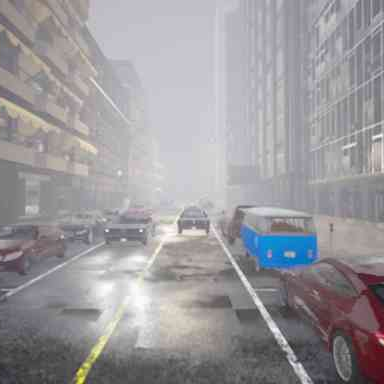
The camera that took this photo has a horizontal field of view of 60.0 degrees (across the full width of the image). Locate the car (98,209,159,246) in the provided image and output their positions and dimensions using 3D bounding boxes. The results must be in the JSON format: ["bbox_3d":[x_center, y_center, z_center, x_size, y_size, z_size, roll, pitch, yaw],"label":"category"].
[{"bbox_3d":[-2.848,1.719,16.106,1.895,1.301,4.718,0,0,0],"label":"car"}]

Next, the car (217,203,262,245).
[{"bbox_3d":[2.577,1.433,16.145,2.192,1.841,5.009,1,0,0],"label":"car"}]

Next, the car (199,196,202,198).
[{"bbox_3d":[2.583,2.008,60.598,1.752,1.417,4.829,0,-1,0],"label":"car"}]

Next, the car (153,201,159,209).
[{"bbox_3d":[-5.300,1.731,38.279,1.967,1.590,4.097,1,0,0],"label":"car"}]

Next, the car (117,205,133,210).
[{"bbox_3d":[-5.305,1.742,21.671,1.802,1.307,4.206,1,0,0],"label":"car"}]

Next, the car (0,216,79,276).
[{"bbox_3d":[-5.307,1.659,10.598,1.802,1.307,4.206,1,0,0],"label":"car"}]

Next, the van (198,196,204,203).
[{"bbox_3d":[2.591,2.138,93.642,1.690,1.788,3.998,0,-1,0],"label":"van"}]

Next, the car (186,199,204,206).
[{"bbox_3d":[0.108,1.913,40.971,1.895,1.301,4.718,0,0,0],"label":"car"}]

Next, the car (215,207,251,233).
[{"bbox_3d":[2.575,1.742,21.679,1.802,1.307,4.206,0,0,0],"label":"car"}]

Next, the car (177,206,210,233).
[{"bbox_3d":[0.102,1.755,20.841,1.895,1.301,4.718,0,0,0],"label":"car"}]

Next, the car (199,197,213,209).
[{"bbox_3d":[2.582,1.997,54.891,1.947,1.339,4.313,0,-1,0],"label":"car"}]

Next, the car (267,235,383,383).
[{"bbox_3d":[2.572,1.619,5.074,1.802,1.307,4.206,1,0,0],"label":"car"}]

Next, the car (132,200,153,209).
[{"bbox_3d":[-5.302,1.791,32.743,1.887,1.381,4.507,1,0,0],"label":"car"}]

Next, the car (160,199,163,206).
[{"bbox_3d":[-5.300,1.881,43.815,1.887,1.381,4.507,0,0,0],"label":"car"}]

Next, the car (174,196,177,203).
[{"bbox_3d":[-5.292,1.950,77.031,2.192,1.841,5.009,0,-1,0],"label":"car"}]

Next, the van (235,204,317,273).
[{"bbox_3d":[2.576,1.419,10.609,1.690,1.788,3.998,1,0,0],"label":"van"}]

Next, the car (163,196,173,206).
[{"bbox_3d":[-5.295,1.972,65.957,1.967,1.590,4.097,0,-1,0],"label":"car"}]

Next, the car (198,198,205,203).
[{"bbox_3d":[2.588,2.269,88.276,1.752,1.417,4.829,0,-1,0],"label":"car"}]

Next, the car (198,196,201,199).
[{"bbox_3d":[2.587,1.898,71.501,2.192,1.841,5.009,0,-1,0],"label":"car"}]

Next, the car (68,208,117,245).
[{"bbox_3d":[-5.306,1.669,16.134,2.008,1.369,4.403,1,0,0],"label":"car"}]
